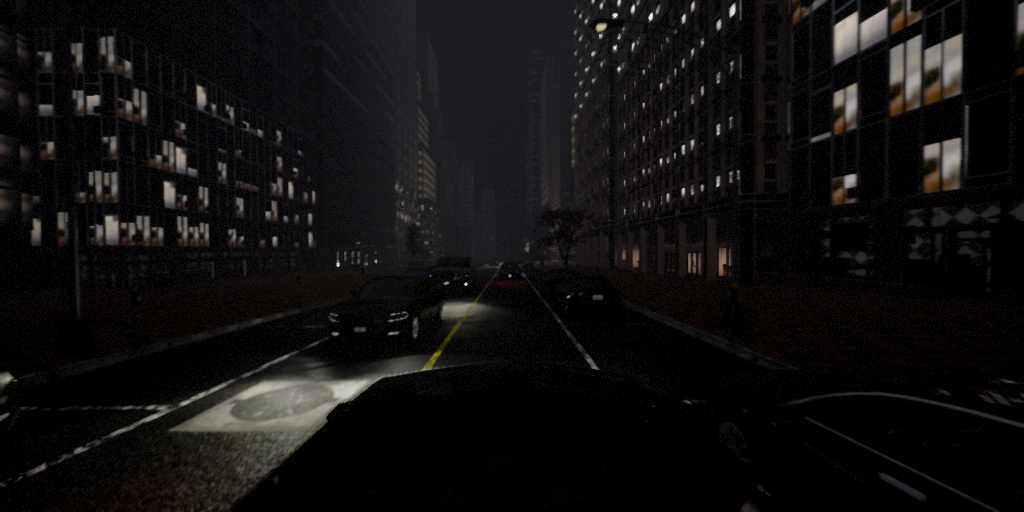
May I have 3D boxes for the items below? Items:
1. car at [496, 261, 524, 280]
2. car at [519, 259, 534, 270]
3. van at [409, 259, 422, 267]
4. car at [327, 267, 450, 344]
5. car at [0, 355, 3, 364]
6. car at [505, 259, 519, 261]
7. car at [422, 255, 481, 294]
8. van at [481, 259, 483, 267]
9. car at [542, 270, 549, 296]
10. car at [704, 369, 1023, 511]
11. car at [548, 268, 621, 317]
[{"bbox_3d":[-0.167,1.335,31.353,1.895,1.301,4.718,0,0,0],"label":"car"},{"bbox_3d":[2.300,1.304,52.350,1.802,1.307,4.207,0,0,0],"label":"car"},{"bbox_3d":[-5.853,1.110,24.158,1.690,1.789,3.998,0,0,0],"label":"van"},{"bbox_3d":[-3.150,1.240,9.876,1.882,1.535,5.008,0,0,-1],"label":"car"},{"bbox_3d":[-5.671,1.334,1.657,2.007,1.370,4.403,0,0,0],"label":"car"},{"bbox_3d":[-0.292,1.243,48.302,1.837,1.490,4.892,0,1,0],"label":"car"},{"bbox_3d":[-3.229,0.977,20.492,2.150,2.045,5.566,0,0,0],"label":"car"},{"bbox_3d":[-6.125,1.116,57.906,1.690,1.789,3.998,0,0,0],"label":"van"},{"bbox_3d":[2.573,1.288,18.600,1.948,1.339,4.313,0,0,0],"label":"car"},{"bbox_3d":[2.710,1.285,1.725,2.007,1.370,4.403,0,0,0],"label":"car"},{"bbox_3d":[2.619,1.291,12.976,1.948,1.339,4.313,0,0,0],"label":"car"}]
